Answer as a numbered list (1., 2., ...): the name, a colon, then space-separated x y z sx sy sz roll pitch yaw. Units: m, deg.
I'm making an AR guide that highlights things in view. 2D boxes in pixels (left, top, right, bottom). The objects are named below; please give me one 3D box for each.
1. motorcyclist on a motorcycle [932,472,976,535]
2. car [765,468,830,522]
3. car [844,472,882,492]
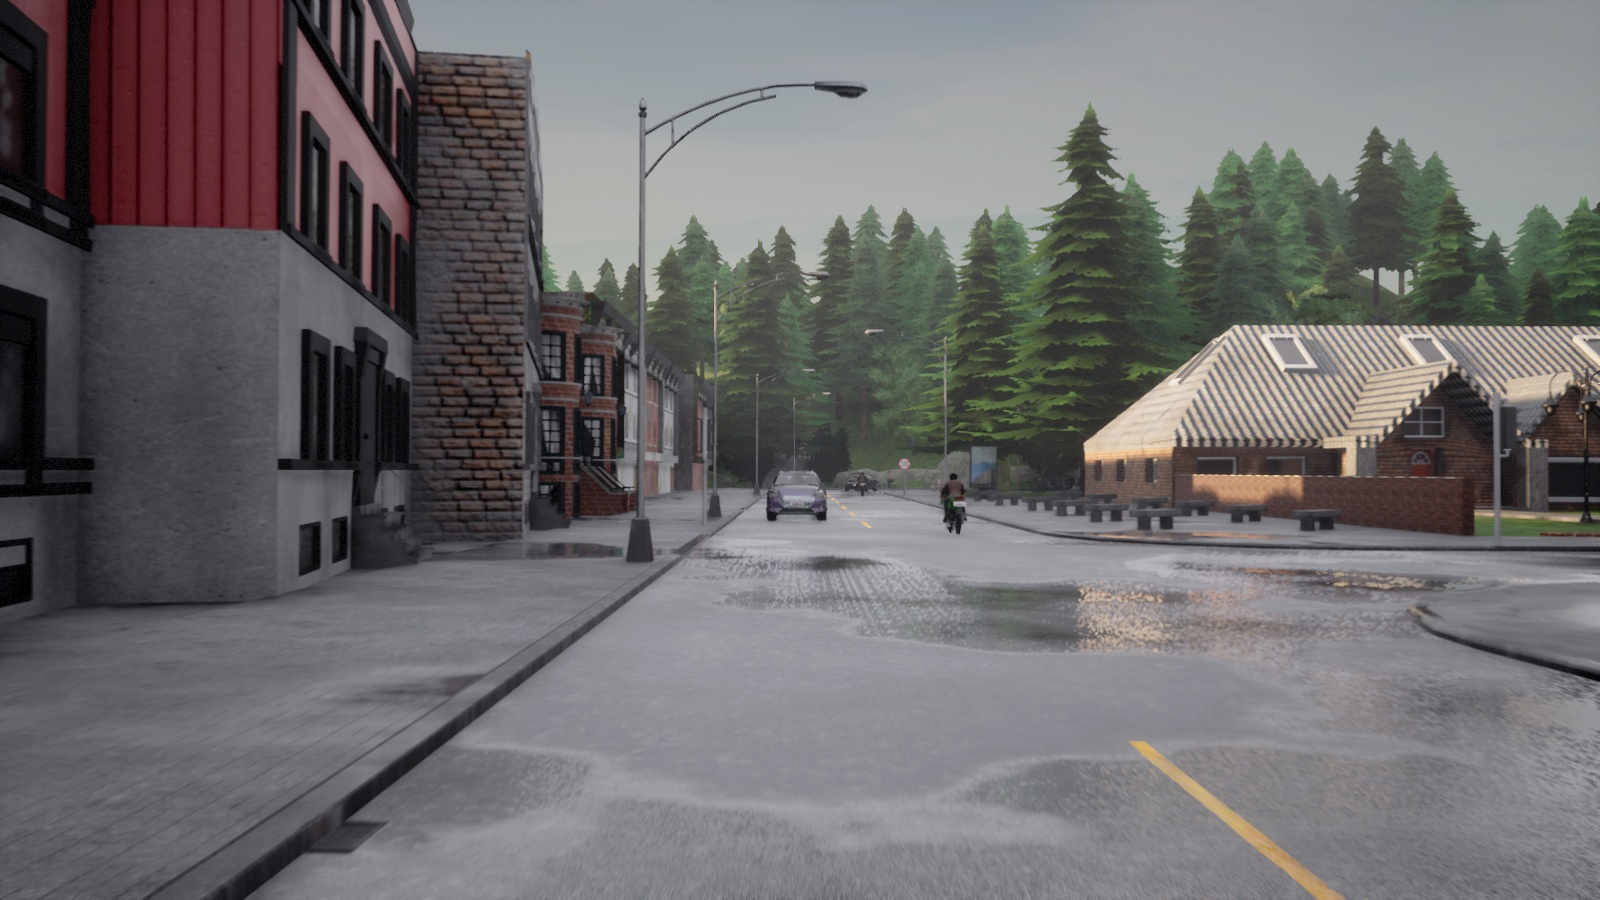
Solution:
1. motorcyclist on a motorcycle: 3.834 1.307 31.388 0.797 1.523 2.044 0 -1 -1
2. car: -0.095 1.441 41.563 2.033 1.649 4.856 0 -1 0
3. car: 4.869 2.434 96.978 1.816 1.474 4.193 -1 -1 19
